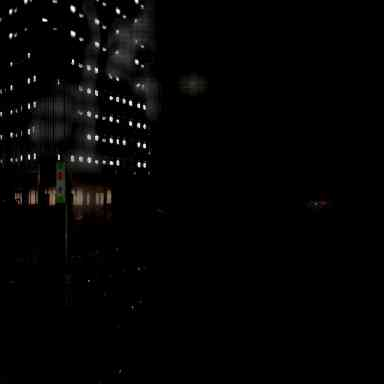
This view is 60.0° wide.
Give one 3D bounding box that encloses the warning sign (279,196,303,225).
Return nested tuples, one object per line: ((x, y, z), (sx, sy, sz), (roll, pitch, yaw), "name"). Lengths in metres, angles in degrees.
((6.826, 1.251, 22.955), (1.300, 1.860, 1.060), (0, 0, 34), "warning sign")

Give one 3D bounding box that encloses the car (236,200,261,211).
((8.216, 1.872, 47.679), (2.033, 1.411, 5.357), (0, -1, 33), "car")

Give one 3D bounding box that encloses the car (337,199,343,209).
((21.921, 1.817, 51.057), (1.882, 1.535, 5.008), (0, 0, 31), "car")

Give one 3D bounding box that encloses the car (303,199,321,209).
((19.143, 1.879, 52.743), (1.812, 1.442, 4.674), (0, 0, 31), "car")

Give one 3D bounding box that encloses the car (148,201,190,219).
((-2.177, 1.686, 32.305), (1.882, 1.535, 5.008), (0, -1, 34), "car")

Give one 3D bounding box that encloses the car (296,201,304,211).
((14.128, 1.900, 44.679), (1.895, 1.301, 4.718), (0, -1, 33), "car")

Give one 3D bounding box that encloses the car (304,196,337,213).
((16.412, 1.501, 42.237), (2.150, 2.045, 5.566), (0, -1, 34), "car")

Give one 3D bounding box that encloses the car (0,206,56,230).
((-10.739, 1.616, 20.035), (1.837, 1.490, 4.892), (0, 0, 37), "car")
